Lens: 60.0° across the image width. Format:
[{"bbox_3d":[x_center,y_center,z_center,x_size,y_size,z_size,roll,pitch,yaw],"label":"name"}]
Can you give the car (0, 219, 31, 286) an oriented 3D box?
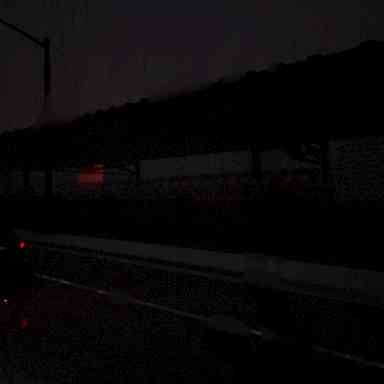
[{"bbox_3d":[-6.031,1.361,8.169,4.553,1.767,2.097,0,0,34],"label":"car"}]
